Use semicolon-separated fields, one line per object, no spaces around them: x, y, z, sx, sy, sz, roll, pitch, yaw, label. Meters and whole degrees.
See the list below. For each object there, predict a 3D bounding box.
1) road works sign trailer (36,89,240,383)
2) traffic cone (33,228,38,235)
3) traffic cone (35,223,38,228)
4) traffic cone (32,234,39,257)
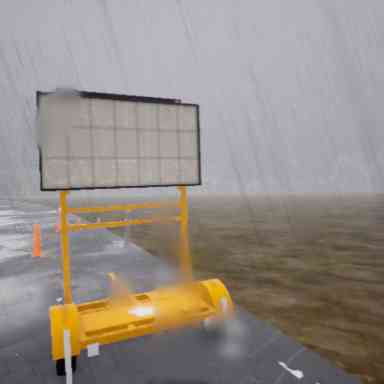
-1.024;0.340;5.140;2.380;3.560;2.880;-3;2;-25;road works sign trailer
-5.960;1.786;12.782;0.340;0.580;0.340;-3;2;-25;traffic cone
-6.811;1.765;14.592;0.340;0.580;0.340;-3;2;-25;traffic cone
-5.108;1.807;10.973;0.340;0.580;0.340;-3;2;-25;traffic cone
